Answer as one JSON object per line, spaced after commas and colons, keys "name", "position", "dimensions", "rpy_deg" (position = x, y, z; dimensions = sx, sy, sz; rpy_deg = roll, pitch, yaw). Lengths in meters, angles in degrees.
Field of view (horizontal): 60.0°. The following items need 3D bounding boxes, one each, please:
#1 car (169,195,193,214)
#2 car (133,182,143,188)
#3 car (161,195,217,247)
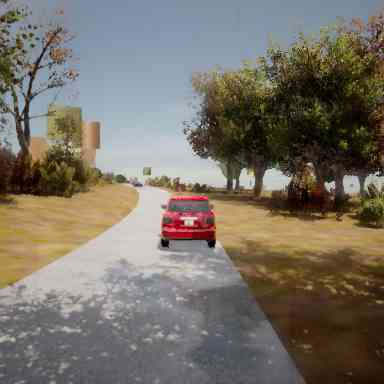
{"name": "car", "position": [-1.097, 1.070, 29.751], "dimensions": [1.895, 1.301, 4.718], "rpy_deg": [0, 2, -5]}
{"name": "car", "position": [-12.217, -1.708, 75.446], "dimensions": [1.895, 1.301, 4.718], "rpy_deg": [1, 3, -16]}
{"name": "car", "position": [-0.192, 1.152, 14.709], "dimensions": [2.150, 2.045, 5.566], "rpy_deg": [0, 1, -2]}
